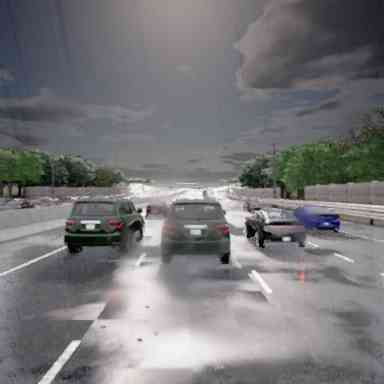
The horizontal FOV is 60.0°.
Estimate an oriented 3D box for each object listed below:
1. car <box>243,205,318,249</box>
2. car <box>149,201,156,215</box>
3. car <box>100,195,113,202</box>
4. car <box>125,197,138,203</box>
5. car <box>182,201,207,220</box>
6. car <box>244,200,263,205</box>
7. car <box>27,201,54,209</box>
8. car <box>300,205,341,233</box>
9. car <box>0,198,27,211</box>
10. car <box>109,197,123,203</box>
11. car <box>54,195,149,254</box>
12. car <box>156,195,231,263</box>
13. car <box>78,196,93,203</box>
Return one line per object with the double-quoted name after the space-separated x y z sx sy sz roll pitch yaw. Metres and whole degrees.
3.534 1.537 14.807 2.128 1.511 4.902 0 0 0 "car"
-3.269 1.589 32.173 1.882 1.535 5.008 0 0 0 "car"
-20.310 1.476 79.054 1.882 1.535 5.008 0 0 1 "car"
-13.390 1.813 74.051 1.895 1.301 4.718 0 0 1 "car"
0.219 1.597 30.584 2.128 1.511 4.902 0 0 0 "car"
7.294 1.688 39.728 2.033 1.411 5.357 0 0 1 "car"
-13.957 1.676 32.647 1.994 1.385 4.181 0 0 1 "car"
7.135 1.543 20.053 1.882 1.535 5.008 0 0 1 "car"
-17.452 1.619 33.242 1.837 1.490 4.892 0 0 1 "car"
-16.889 1.757 74.138 2.033 1.411 5.357 0 0 1 "car"
-3.369 1.263 13.745 2.150 2.045 5.566 0 0 0 "car"
0.125 1.258 12.246 2.150 2.045 5.566 0 0 0 "car"
-23.882 1.739 74.668 1.812 1.442 4.674 0 0 1 "car"
